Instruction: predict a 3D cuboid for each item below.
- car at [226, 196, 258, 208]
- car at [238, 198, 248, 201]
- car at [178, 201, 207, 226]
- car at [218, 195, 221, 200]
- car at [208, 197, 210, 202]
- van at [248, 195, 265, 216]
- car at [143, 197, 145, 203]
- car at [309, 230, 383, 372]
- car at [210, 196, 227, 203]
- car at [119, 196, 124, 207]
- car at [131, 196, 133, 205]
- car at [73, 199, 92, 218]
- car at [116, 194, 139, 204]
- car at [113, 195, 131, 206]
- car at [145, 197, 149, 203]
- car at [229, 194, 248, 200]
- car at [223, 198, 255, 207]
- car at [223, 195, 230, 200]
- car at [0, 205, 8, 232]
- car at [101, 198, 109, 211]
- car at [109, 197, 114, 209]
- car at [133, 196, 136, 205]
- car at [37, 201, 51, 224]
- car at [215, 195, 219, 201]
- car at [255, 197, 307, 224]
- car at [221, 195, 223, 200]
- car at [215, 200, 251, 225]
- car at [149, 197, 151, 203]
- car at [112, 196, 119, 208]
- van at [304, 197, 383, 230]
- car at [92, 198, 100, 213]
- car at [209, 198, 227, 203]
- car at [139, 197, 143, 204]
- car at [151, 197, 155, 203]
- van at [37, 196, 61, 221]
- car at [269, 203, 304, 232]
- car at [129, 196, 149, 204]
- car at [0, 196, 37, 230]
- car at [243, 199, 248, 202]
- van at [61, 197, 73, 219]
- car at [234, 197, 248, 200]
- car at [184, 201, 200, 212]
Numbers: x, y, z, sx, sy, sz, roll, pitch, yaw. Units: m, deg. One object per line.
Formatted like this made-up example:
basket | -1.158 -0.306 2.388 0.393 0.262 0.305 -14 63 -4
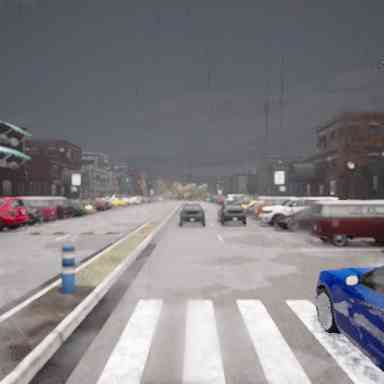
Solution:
car | 7.522 1.539 50.836 4.553 1.767 2.185 0 0 0
car | 7.726 1.653 34.290 5.366 1.575 1.946 0 0 0
car | 0.027 1.660 24.983 1.837 1.490 4.892 0 0 0
car | 7.468 1.680 56.345 5.008 1.535 2.097 0 0 0
car | 7.419 1.840 83.907 5.566 2.045 2.435 0 -1 0
van | 7.440 1.419 28.774 4.442 1.987 1.878 0 0 0
car | -12.968 1.714 70.392 4.553 1.767 2.185 0 -1 0
car | 3.090 1.509 3.827 1.882 1.535 5.008 0 0 0
car | 7.334 2.130 92.174 4.553 1.767 2.185 0 -1 0
car | -12.980 1.663 48.301 5.008 1.535 2.097 0 0 0
car | -12.986 1.718 56.628 4.674 1.452 2.002 0 0 0
car | -12.926 1.406 31.619 5.566 2.045 2.435 0 0 0
car | -13.176 1.719 62.059 5.366 1.575 1.946 0 -1 0
car | -13.166 1.665 53.857 5.366 1.575 1.946 0 0 0
car | -13.012 1.948 76.069 4.892 1.521 2.231 0 -1 0
car | 7.484 1.537 42.565 4.553 1.767 2.185 0 0 0
car | 7.511 1.701 53.593 4.792 1.488 2.163 0 0 0
car | 7.479 1.412 45.323 5.566 2.045 2.435 0 0 0
car | -12.935 1.640 17.729 4.792 1.488 2.163 0 0 0
car | -12.960 1.665 39.838 5.008 1.535 2.097 0 0 0
car | -12.998 1.694 42.617 4.792 1.488 2.163 0 0 0
car | -12.984 1.736 59.285 4.674 1.452 2.002 0 0 0
car | -12.949 1.636 23.283 4.892 1.521 2.231 0 0 0
car | 7.437 1.448 59.104 5.566 2.045 2.435 0 0 0
car | 7.597 1.511 26.017 4.553 1.767 2.185 0 0 0
car | 7.527 1.412 48.081 5.566 2.045 2.435 0 0 0
car | 3.026 1.662 25.818 1.837 1.490 4.892 0 0 0
car | -13.194 1.998 78.848 5.366 1.575 1.946 0 -1 0
car | -12.978 1.665 45.397 4.892 1.521 2.231 0 0 0
van | 7.716 1.361 14.983 4.442 1.987 1.878 0 0 0
car | -12.774 1.659 34.403 5.366 1.575 1.946 0 0 0
car | 7.387 2.342 94.927 4.792 1.488 2.163 0 -1 0
car | -12.965 1.502 64.841 5.566 2.045 2.435 0 -1 0
car | -13.023 2.164 87.058 5.008 1.535 2.097 0 -1 0
van | -13.073 1.419 26.066 4.442 1.987 1.878 0 0 0
car | 7.553 1.645 20.500 4.792 1.488 2.163 0 0 0
car | -12.984 1.928 81.512 4.553 1.767 2.185 0 -1 0
car | -12.987 1.372 20.384 5.566 2.045 2.435 0 0 0
car | 7.546 1.692 31.533 4.674 1.452 2.002 0 0 0
van | -13.071 1.426 28.720 4.442 1.987 1.878 0 0 0
car | 7.718 1.657 37.050 5.366 1.575 1.946 0 0 0
car | -0.023 1.786 41.956 1.895 1.301 4.718 0 0 0
